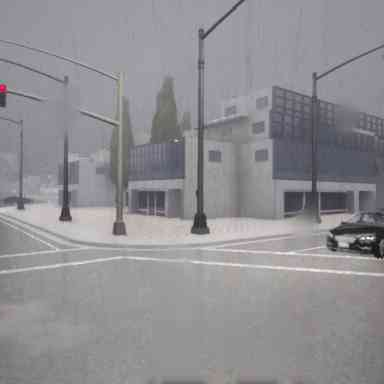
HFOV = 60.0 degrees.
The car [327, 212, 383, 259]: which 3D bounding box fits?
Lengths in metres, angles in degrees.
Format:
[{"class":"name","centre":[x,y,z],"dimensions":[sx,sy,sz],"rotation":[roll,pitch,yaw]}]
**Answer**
[{"class":"car","centre":[7.143,1.545,12.871],"dimensions":[4.902,1.511,2.128],"rotation":[0,0,-37]}]

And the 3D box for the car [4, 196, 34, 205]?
[{"class":"car","centre":[-28.936,1.416,55.855],"dimensions":[1.837,1.490,4.892],"rotation":[2,1,27]}]
